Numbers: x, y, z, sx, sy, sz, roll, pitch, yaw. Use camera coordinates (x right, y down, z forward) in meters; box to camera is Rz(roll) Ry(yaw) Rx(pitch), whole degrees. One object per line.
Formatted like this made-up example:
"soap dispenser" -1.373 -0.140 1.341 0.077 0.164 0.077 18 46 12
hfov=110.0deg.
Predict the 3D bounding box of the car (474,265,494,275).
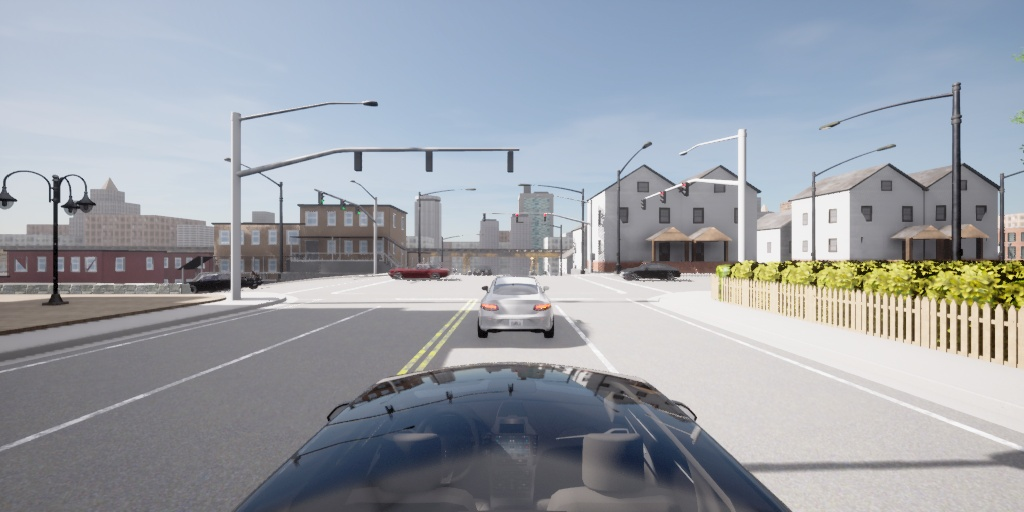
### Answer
"car" -3.512 2.162 45.275 2.150 2.045 5.566 0 -9 0

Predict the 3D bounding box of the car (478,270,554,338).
"car" 0.103 1.276 10.034 1.812 1.442 4.674 0 0 0

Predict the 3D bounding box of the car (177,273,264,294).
"car" -19.972 1.845 24.729 4.718 1.301 1.895 -4 0 -1

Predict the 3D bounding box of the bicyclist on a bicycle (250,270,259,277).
"bicyclist on a bicycle" -25.562 2.214 35.616 0.582 1.620 1.656 -8 0 0

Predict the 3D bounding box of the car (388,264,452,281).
"car" -7.284 1.280 28.566 4.718 1.301 1.895 0 0 -1

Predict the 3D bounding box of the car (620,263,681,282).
"car" 11.069 1.276 28.766 4.674 1.442 1.812 0 0 -1
